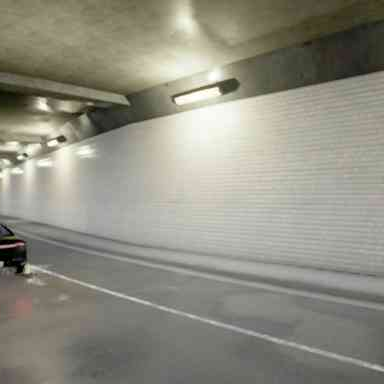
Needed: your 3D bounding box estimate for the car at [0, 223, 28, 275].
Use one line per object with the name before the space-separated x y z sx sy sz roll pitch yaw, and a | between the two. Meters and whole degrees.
car | -6.599 1.632 9.987 4.902 1.511 2.128 -1 -1 44
